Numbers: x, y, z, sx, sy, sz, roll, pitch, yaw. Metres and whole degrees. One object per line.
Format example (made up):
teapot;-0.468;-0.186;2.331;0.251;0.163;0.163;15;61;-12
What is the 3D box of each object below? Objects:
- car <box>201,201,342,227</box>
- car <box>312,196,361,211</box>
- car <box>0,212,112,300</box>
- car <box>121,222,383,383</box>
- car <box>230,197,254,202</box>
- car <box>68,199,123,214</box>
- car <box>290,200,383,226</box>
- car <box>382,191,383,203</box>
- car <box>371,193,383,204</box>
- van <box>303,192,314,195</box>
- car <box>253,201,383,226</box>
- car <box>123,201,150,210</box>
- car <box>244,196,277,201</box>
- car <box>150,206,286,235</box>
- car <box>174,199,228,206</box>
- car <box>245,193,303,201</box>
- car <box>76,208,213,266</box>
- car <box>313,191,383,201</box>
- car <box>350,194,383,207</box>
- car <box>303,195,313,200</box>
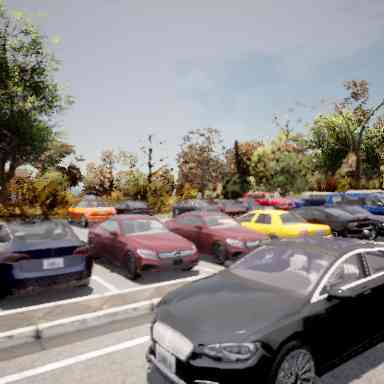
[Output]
car;2.839;1.368;13.307;1.946;1.575;5.366;0;0;-35
car;16.456;1.229;38.083;2.163;1.488;4.792;-1;1;-35
car;-4.002;1.417;8.298;2.163;1.488;4.792;0;0;-35
car;1.715;1.469;4.903;4.902;1.511;2.128;0;0;-35
car;2.515;1.384;28.198;2.163;1.488;4.792;0;0;-35
car;-6.618;1.250;21.767;2.185;1.767;4.553;0;0;-35
car;7.564;1.361;16.413;2.097;1.535;5.008;0;0;-35
car;30.202;0.746;47.758;2.185;1.767;4.553;-1;1;-35
car;27.910;0.926;46.113;2.097;1.535;5.008;-1;1;-35
van;14.227;1.029;36.331;1.878;1.987;4.442;-1;1;-35
car;5.260;1.366;14.778;2.097;1.535;5.008;0;0;-35
car;-4.426;1.370;23.343;2.097;1.535;5.008;0;0;-35
car;4.824;1.378;29.824;2.163;1.488;4.792;0;0;-35
car;0.634;1.417;11.530;2.002;1.452;4.674;0;0;-35
car;0.288;1.360;26.675;2.231;1.521;4.892;0;0;-35
car;7.132;1.092;31.450;2.435;2.045;5.566;0;0;-35
car;-1.676;1.422;9.903;2.002;1.452;4.674;0;0;-35
car;9.893;1.104;18.013;2.435;2.045;5.566;0;0;-35
car;23.394;1.035;42.936;2.231;1.521;4.892;-1;1;-35
car;9.438;1.334;33.100;2.097;1.535;5.008;0;0;-35
